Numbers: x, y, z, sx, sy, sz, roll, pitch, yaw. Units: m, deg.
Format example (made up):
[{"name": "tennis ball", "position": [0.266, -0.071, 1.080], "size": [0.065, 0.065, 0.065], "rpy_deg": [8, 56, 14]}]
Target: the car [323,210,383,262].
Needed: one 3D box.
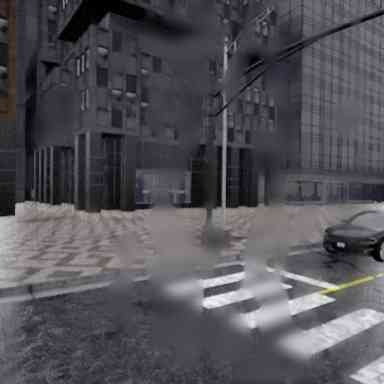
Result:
[{"name": "car", "position": [6.760, 1.410, 12.024], "size": [5.008, 1.535, 1.882], "rpy_deg": [0, 1, -36]}]
